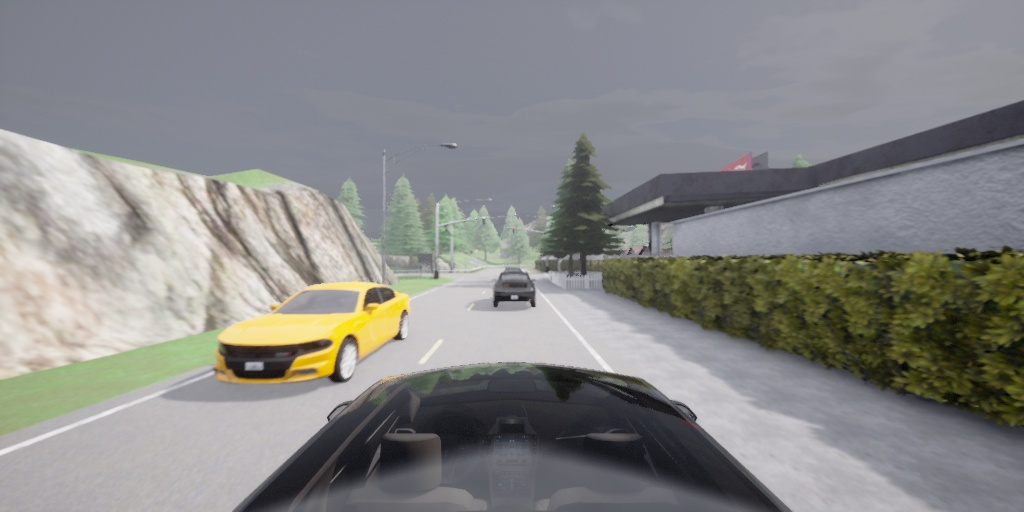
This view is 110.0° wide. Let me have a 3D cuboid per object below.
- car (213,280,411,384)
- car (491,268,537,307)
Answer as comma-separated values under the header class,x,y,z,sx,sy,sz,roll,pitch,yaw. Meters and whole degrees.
class,x,y,z,sx,sy,sz,roll,pitch,yaw
car,-3.600,1.305,7.515,1.882,1.535,5.008,0,-1,0
car,0.100,1.453,16.719,1.837,1.490,4.892,0,-1,0
